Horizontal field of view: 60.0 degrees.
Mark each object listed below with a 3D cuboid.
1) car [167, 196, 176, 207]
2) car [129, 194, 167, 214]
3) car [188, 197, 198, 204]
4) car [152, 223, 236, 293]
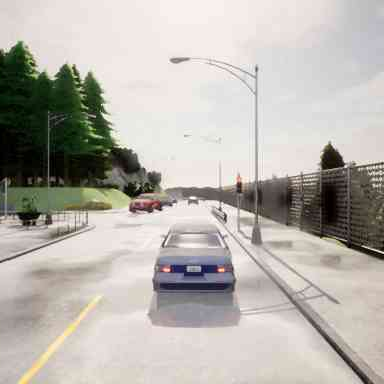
[{"bbox_3d":[-4.015,1.353,50.605,2.097,1.767,4.553,0,0,0],"label":"car"},{"bbox_3d":[-4.923,1.222,36.670,2.150,2.045,5.566,1,0,14],"label":"car"},{"bbox_3d":[0.199,1.547,62.002,2.033,1.411,5.357,0,0,0],"label":"car"},{"bbox_3d":[0.061,1.547,9.001,2.033,1.411,5.357,0,0,1],"label":"car"}]
